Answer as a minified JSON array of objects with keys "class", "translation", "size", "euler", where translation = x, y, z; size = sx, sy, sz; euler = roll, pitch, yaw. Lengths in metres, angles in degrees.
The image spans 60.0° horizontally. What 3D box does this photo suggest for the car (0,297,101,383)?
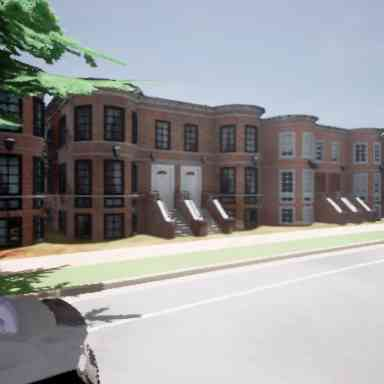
[{"class":"car","translation":[-2.993,1.486,1.798],"size":[4.902,1.511,2.128],"euler":[0,0,-35]}]
